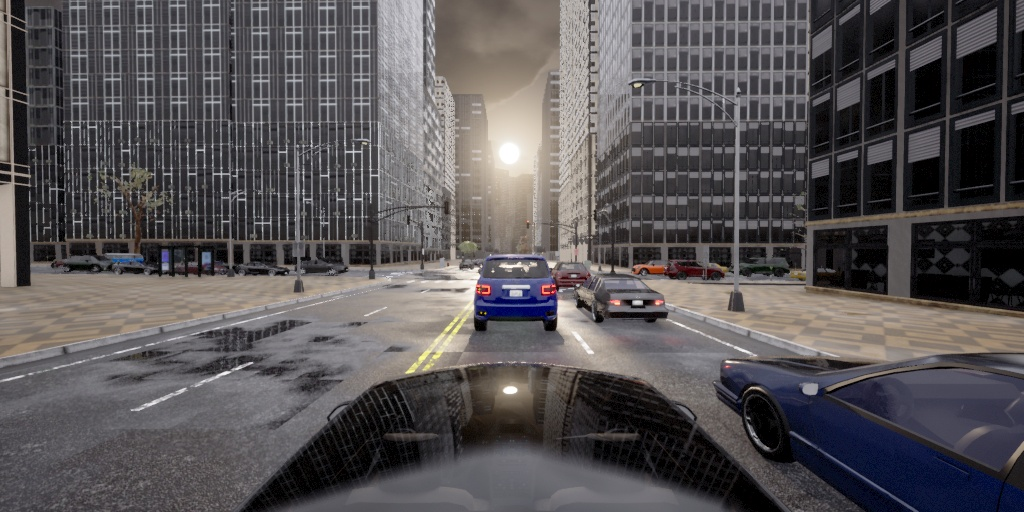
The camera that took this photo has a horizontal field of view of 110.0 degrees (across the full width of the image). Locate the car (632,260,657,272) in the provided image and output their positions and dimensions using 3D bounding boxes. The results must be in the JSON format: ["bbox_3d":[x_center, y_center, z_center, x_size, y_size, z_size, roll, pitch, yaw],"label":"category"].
[{"bbox_3d":[15.030,1.202,37.919,4.553,1.767,2.097,0,1,0],"label":"car"}]

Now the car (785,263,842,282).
[{"bbox_3d":[27.636,1.578,31.951,4.829,1.417,1.751,0,0,1],"label":"car"}]

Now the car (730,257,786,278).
[{"bbox_3d":[25.921,1.164,37.754,5.566,2.045,2.150,0,1,1],"label":"car"}]

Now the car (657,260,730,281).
[{"bbox_3d":[16.187,1.268,32.146,5.009,1.841,2.192,0,0,1],"label":"car"}]

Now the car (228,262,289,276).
[{"bbox_3d":[-22.738,1.173,32.667,4.313,1.339,1.948,0,0,1],"label":"car"}]

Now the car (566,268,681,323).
[{"bbox_3d":[3.349,1.293,12.085,2.033,1.411,5.357,0,0,0],"label":"car"}]

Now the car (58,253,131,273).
[{"bbox_3d":[-41.640,0.742,35.802,4.553,1.767,2.097,1,1,3],"label":"car"}]

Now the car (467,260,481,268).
[{"bbox_3d":[-6.582,1.303,62.850,1.895,1.301,4.718,0,0,0],"label":"car"}]

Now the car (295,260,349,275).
[{"bbox_3d":[-18.654,1.107,35.290,4.892,1.490,1.837,0,1,1],"label":"car"}]

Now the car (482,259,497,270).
[{"bbox_3d":[-3.346,1.191,53.439,1.882,1.535,5.008,0,0,0],"label":"car"}]

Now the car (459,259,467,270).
[{"bbox_3d":[-6.611,1.219,52.547,1.837,1.490,4.892,0,0,-1],"label":"car"}]

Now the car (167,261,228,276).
[{"bbox_3d":[-28.422,1.138,32.799,4.207,1.307,1.802,0,0,1],"label":"car"}]

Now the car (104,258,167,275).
[{"bbox_3d":[-34.102,1.069,32.971,4.313,1.339,1.948,0,0,1],"label":"car"}]

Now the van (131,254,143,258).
[{"bbox_3d":[-45.295,0.605,41.630,3.998,1.789,1.690,0,0,1],"label":"van"}]

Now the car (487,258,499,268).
[{"bbox_3d":[-3.330,1.180,63.052,1.882,1.535,5.008,0,0,0],"label":"car"}]

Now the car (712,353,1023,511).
[{"bbox_3d":[3.351,1.297,1.905,2.033,1.411,5.357,0,0,1],"label":"car"}]

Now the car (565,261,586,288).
[{"bbox_3d":[3.345,1.092,21.492,2.097,1.767,4.553,0,0,0],"label":"car"}]

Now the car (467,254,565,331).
[{"bbox_3d":[0.096,0.967,11.081,2.150,2.045,5.566,0,0,0],"label":"car"}]
